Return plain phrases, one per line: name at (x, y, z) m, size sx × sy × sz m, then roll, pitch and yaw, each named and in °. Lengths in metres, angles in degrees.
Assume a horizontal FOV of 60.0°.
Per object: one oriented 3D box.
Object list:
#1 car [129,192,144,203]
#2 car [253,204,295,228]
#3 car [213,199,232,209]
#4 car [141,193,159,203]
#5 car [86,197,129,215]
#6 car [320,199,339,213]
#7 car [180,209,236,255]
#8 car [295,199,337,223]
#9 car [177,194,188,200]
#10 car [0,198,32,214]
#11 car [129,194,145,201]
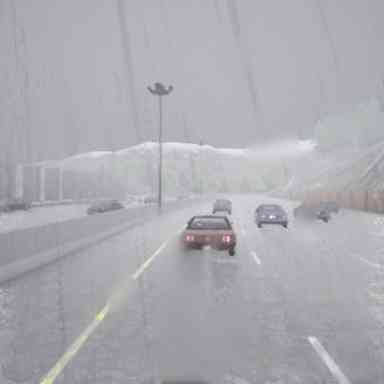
car at (-10.362, 1.052, 62.853) m, size 2.150 × 2.045 × 5.566 m, roll 0°, pitch 0°, yaw 9°
car at (5.117, 1.510, 22.039) m, size 2.033 × 1.411 × 5.357 m, roll 0°, pitch 0°, yaw 7°
car at (3.180, 1.472, 34.579) m, size 2.033 × 1.411 × 5.357 m, roll 0°, pitch 0°, yaw 8°
car at (-7.178, 1.382, 60.681) m, size 1.994 × 1.385 × 4.181 m, roll 0°, pitch 0°, yaw 9°
car at (-8.018, 1.440, 31.354) m, size 2.033 × 1.411 × 5.357 m, roll 0°, pitch 0°, yaw 7°
car at (13.821, 1.454, 34.795) m, size 2.128 × 1.511 × 4.902 m, roll 0°, pitch 0°, yaw 8°
car at (0.716, 1.570, 13.224) m, size 1.895 × 1.301 × 4.718 m, roll 0°, pitch 0°, yaw 5°
car at (9.069, 1.516, 25.547) m, size 2.033 × 1.411 × 5.357 m, roll 0°, pitch 0°, yaw 7°
car at (-1.974, 1.110, 71.882) m, size 2.033 × 1.411 × 5.357 m, roll 0°, pitch 0°, yaw 8°
car at (-18.291, 1.341, 33.624) m, size 2.128 × 1.511 × 4.902 m, roll 0°, pitch 0°, yaw 8°
car at (-12.191, 1.245, 74.691) m, size 2.033 × 1.411 × 5.357 m, roll 0°, pitch 0°, yaw 8°
